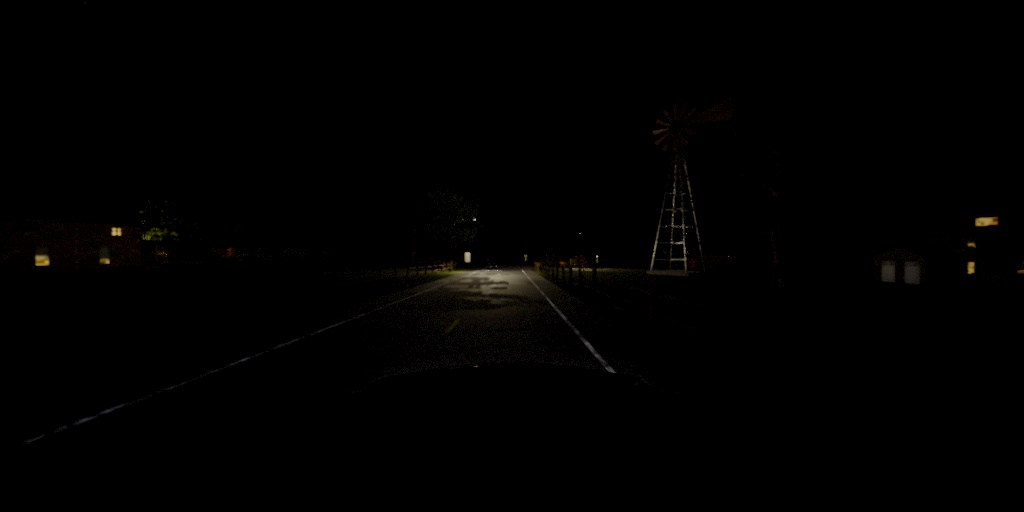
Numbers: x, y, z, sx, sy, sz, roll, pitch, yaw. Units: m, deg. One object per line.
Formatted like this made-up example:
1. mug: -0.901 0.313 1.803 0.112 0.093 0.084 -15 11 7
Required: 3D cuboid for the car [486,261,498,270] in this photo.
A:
1. car: -3.510 1.690 63.378 1.837 1.490 4.892 0 -1 0
